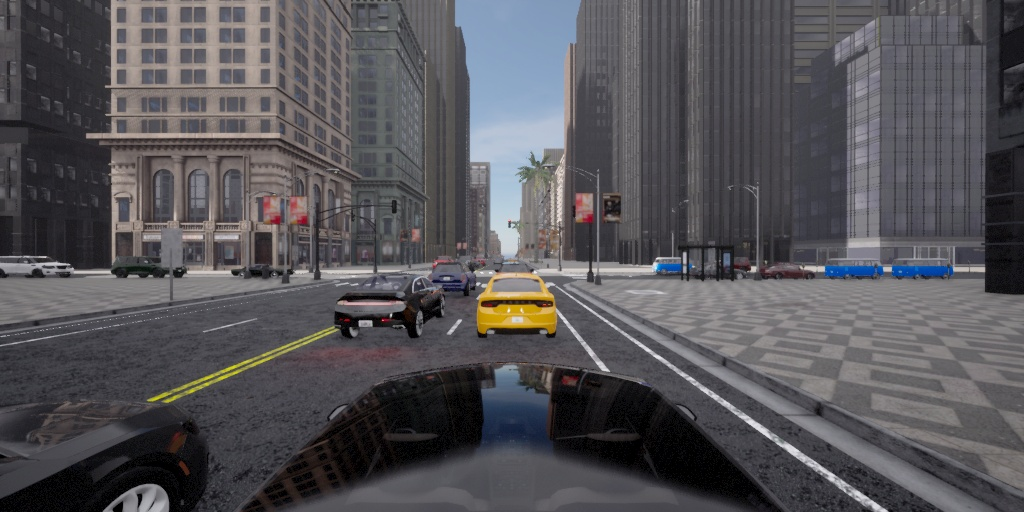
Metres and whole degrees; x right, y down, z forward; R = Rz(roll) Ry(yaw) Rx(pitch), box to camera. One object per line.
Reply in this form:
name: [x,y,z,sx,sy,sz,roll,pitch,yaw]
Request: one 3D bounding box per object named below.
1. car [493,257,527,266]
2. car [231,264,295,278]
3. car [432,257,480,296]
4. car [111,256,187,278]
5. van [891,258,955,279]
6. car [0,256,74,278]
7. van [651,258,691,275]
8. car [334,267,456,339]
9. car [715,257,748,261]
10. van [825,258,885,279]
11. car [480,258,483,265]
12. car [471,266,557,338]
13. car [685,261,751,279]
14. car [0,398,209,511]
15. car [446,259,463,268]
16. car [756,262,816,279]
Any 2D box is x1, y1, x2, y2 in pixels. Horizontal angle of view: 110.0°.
car: [0.126,1.102,19.302,2.097,1.767,4.553,0,0,0]
car: [-22.543,1.375,32.601,4.718,1.301,1.895,0,0,0]
car: [-3.124,1.102,19.278,2.097,1.767,4.553,0,0,0]
car: [-33.016,1.008,32.671,5.566,2.045,2.150,0,0,0]
van: [34.144,1.079,29.827,3.998,1.789,1.690,0,0,0]
car: [-43.723,1.021,32.744,5.566,2.045,2.150,0,0,0]
van: [17.120,1.064,38.371,3.998,1.789,1.690,0,0,0]
car: [-3.139,1.241,10.139,2.128,1.511,4.902,0,0,0]
car: [22.798,1.034,38.364,5.009,1.841,2.192,0,0,0]
van: [28.467,1.081,29.833,3.998,1.789,1.690,0,0,0]
car: [-6.495,1.354,60.304,1.895,1.301,4.718,0,0,0]
car: [0.110,1.227,10.229,1.882,1.535,5.008,0,0,0]
car: [17.112,1.298,29.846,4.403,1.370,2.007,0,0,0]
car: [-3.151,1.255,0.623,1.837,1.490,4.892,0,0,0]
car: [-9.734,1.245,61.159,2.128,1.511,4.902,0,0,1]
car: [22.790,1.326,29.839,4.207,1.307,1.802,0,0,0]
